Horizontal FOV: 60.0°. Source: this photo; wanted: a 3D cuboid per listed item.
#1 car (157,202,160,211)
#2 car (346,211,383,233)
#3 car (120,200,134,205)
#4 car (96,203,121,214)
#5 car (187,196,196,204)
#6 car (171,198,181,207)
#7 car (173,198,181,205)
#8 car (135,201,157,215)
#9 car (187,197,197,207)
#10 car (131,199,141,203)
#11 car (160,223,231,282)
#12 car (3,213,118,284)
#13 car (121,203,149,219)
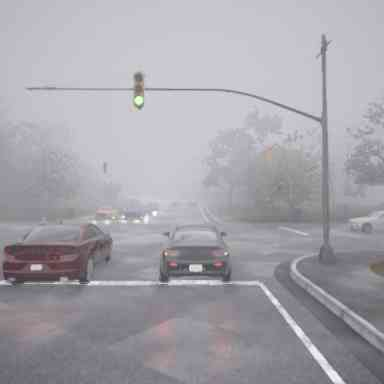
[{"bbox_3d":[-7.042,2.595,61.188,2.128,1.511,4.902,0,1,1],"label":"car"},{"bbox_3d":[13.238,2.045,23.164,4.674,1.442,1.812,0,-2,-1],"label":"car"},{"bbox_3d":[-10.601,2.509,50.389,2.097,1.767,4.553,0,0,0],"label":"car"},{"bbox_3d":[-10.611,2.534,41.529,1.882,1.535,5.008,0,-1,0],"label":"car"},{"bbox_3d":[-0.119,1.953,81.483,2.097,1.767,4.553,0,1,-3],"label":"car"},{"bbox_3d":[-3.524,2.527,71.458,1.895,1.301,4.718,0,1,0],"label":"car"},{"bbox_3d":[-3.628,2.288,81.367,1.812,1.442,4.674,0,1,-3],"label":"car"},{"bbox_3d":[-7.102,2.652,51.131,2.128,1.511,4.902,0,0,0],"label":"car"},{"bbox_3d":[-0.024,2.472,71.753,1.994,1.385,4.181,0,1,0],"label":"car"},{"bbox_3d":[-10.542,2.325,61.047,2.150,2.045,5.566,0,1,0],"label":"car"},{"bbox_3d":[0.092,1.645,10.013,1.812,1.442,4.674,0,-1,0],"label":"car"},{"bbox_3d":[-3.661,1.596,9.958,1.882,1.535,5.008,0,-1,-4],"label":"car"},{"bbox_3d":[-7.100,2.536,41.659,1.882,1.535,5.008,0,-1,1],"label":"car"}]
